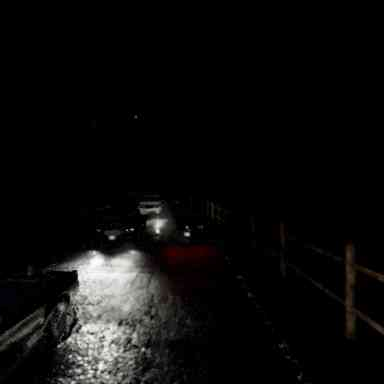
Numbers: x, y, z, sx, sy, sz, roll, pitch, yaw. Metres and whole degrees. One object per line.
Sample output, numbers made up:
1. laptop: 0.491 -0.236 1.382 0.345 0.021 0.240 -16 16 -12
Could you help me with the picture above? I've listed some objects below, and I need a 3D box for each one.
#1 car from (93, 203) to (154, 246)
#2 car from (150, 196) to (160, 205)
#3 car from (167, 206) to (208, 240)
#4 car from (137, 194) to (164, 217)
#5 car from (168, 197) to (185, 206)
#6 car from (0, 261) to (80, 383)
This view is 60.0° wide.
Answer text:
1. car: -3.191 1.508 15.415 2.128 1.511 4.902 0 0 -2
2. car: -7.064 1.603 63.954 1.882 1.535 5.008 1 0 -7
3. car: -0.304 1.616 17.232 1.895 1.301 4.718 0 0 -2
4. car: -3.899 1.254 31.738 2.150 2.045 5.566 0 0 -4
5. car: -2.029 1.420 44.001 2.097 1.767 4.553 0 0 -5
6. car: -2.912 1.608 3.771 1.895 1.301 4.718 0 0 -1
